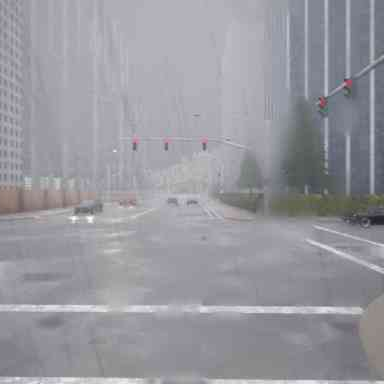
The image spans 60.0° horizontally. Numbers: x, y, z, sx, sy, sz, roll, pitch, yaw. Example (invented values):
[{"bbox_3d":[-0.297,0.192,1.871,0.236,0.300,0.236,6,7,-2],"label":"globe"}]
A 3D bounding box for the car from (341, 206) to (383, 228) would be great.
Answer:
[{"bbox_3d":[12.151,1.545,21.203,4.718,1.301,1.895,0,0,0],"label":"car"}]

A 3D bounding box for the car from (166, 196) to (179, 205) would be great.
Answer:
[{"bbox_3d":[-3.443,1.505,58.385,1.837,1.490,4.892,0,0,0],"label":"car"}]

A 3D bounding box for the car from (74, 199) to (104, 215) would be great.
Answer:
[{"bbox_3d":[-10.565,1.478,34.317,1.882,1.535,5.008,0,0,0],"label":"car"}]

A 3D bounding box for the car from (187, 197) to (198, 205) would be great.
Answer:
[{"bbox_3d":[0.057,1.601,58.411,1.895,1.301,4.718,0,0,0],"label":"car"}]

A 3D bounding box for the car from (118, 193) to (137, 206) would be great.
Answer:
[{"bbox_3d":[-10.485,1.223,54.624,2.150,2.045,5.566,0,0,1],"label":"car"}]
